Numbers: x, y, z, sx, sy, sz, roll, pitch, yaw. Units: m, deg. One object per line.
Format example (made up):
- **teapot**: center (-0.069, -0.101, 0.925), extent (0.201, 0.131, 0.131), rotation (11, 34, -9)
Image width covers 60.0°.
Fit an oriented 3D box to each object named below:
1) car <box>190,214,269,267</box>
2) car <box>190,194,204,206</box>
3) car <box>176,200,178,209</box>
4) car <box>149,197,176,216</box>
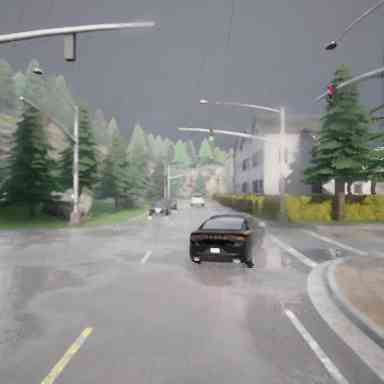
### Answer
- **car**: center (1.457, 1.507, 11.721), extent (1.882, 1.535, 5.008), rotation (-1, -1, 19)
- **car**: center (0.883, 1.318, 55.660), extent (2.150, 2.045, 5.566), rotation (0, 0, -1)
- **car**: center (-2.997, 1.424, 43.318), extent (2.097, 1.767, 4.553), rotation (0, 0, 1)
- **car**: center (-3.146, 1.547, 33.527), extent (2.128, 1.511, 4.902), rotation (0, 0, 1)
